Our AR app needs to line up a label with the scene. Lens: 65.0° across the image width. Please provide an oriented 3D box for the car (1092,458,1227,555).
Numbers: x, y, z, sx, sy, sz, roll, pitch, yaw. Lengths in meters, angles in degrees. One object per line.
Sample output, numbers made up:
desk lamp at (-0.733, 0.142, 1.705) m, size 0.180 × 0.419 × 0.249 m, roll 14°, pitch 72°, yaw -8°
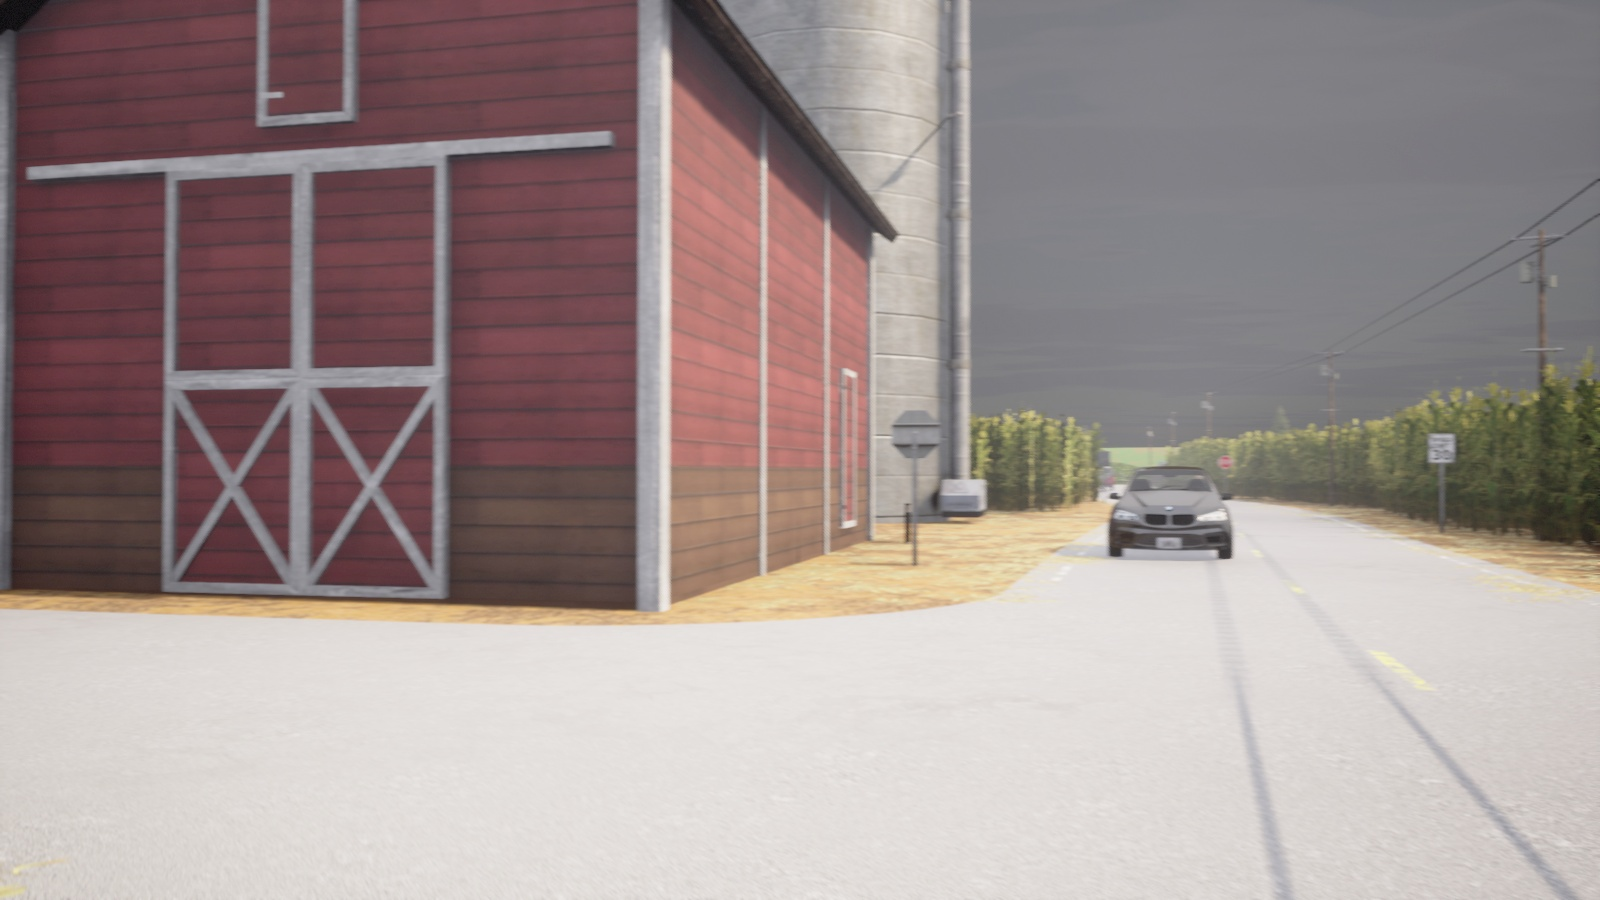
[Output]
car at (6.907, 1.020, 24.127) m, size 2.242 × 1.667 × 4.611 m, roll -1°, pitch -1°, yaw 16°
